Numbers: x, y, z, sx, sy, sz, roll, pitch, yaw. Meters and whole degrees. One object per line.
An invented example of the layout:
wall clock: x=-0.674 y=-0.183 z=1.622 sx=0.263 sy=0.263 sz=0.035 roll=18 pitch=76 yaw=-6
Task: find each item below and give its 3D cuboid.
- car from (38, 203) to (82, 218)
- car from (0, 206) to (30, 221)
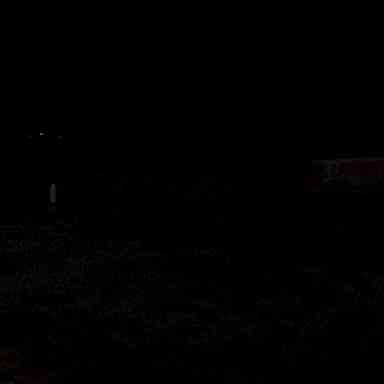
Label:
car: x=-11.974 y=1.741 z=31.448 sx=1.752 sy=1.417 sz=4.829 roll=-1 pitch=-1 yaw=35
car: x=-15.325 y=1.736 z=26.723 sx=1.947 sy=1.339 sz=4.313 roll=-1 pitch=-1 yaw=35
